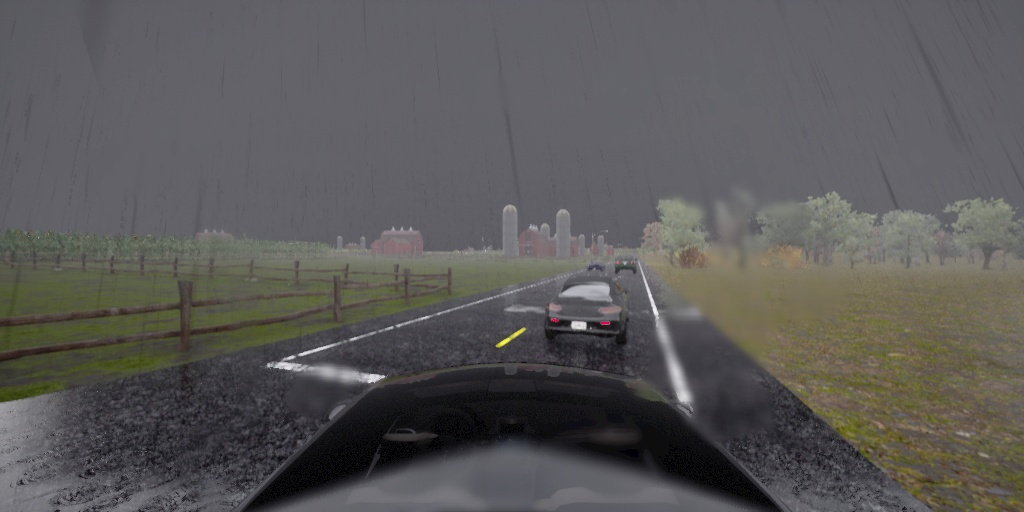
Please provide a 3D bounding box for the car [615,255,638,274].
[{"bbox_3d":[12.552,0.857,39.472,2.150,2.045,5.566,0,0,20],"label":"car"}]

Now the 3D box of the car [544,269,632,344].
[{"bbox_3d":[2.127,1.252,9.532,1.812,1.442,4.674,0,0,19],"label":"car"}]

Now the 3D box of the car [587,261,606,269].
[{"bbox_3d":[10.339,1.226,43.910,1.895,1.301,4.718,0,0,19],"label":"car"}]
